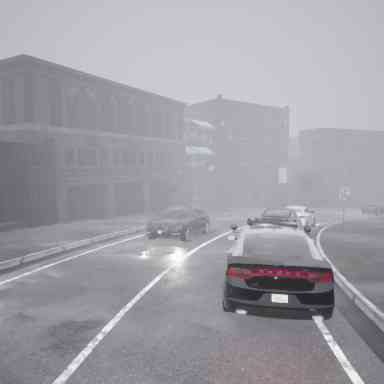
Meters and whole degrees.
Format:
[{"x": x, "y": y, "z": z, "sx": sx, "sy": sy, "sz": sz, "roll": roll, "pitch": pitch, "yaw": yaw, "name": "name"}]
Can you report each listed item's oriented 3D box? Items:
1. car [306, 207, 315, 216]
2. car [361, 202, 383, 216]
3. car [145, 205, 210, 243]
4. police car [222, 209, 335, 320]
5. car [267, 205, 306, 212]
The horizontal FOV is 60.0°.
[{"x": 6.860, "y": 1.607, "z": 21.756, "sx": 1.812, "sy": 1.442, "sz": 4.674, "roll": 2, "pitch": 1, "yaw": 29, "name": "car"}, {"x": 22.140, "y": 1.991, "z": 39.579, "sx": 4.902, "sy": 1.511, "sz": 2.128, "roll": 2, "pitch": 3, "yaw": -33, "name": "car"}, {"x": -0.507, "y": 1.420, "z": 16.045, "sx": 1.837, "sy": 1.490, "sz": 4.892, "roll": 1, "pitch": 0, "yaw": 20, "name": "car"}, {"x": 1.817, "y": 1.432, "z": 7.637, "sx": 1.930, "sy": 1.638, "sz": 5.238, "roll": 1, "pitch": 0, "yaw": 10, "name": "police car"}, {"x": 4.437, "y": 1.543, "z": 16.613, "sx": 1.837, "sy": 1.490, "sz": 4.892, "roll": 2, "pitch": 0, "yaw": 22, "name": "car"}]
